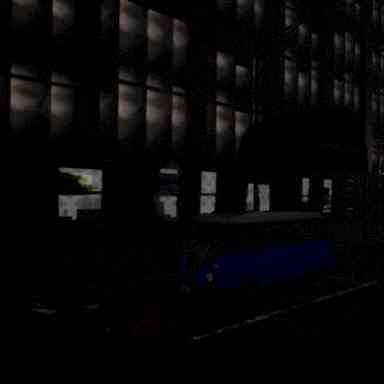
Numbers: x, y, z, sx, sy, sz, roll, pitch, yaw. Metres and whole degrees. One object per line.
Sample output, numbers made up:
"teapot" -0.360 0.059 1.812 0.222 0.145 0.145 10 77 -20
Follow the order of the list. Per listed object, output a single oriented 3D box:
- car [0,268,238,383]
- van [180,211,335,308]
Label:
"car" -2.273 1.474 1.758 5.008 1.535 1.882 1 0 -35
"van" 1.594 1.361 7.678 3.998 1.788 1.690 0 1 -35
